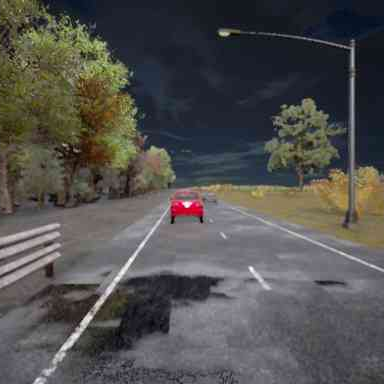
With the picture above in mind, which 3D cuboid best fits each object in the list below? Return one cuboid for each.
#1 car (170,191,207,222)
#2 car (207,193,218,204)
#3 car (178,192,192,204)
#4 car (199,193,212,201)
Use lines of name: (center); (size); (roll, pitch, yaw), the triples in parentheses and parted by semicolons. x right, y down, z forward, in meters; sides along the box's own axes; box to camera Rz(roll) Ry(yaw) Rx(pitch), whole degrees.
car: (-0.360, 0.918, 23.341); (2.150, 2.045, 5.566); (0, 0, -1)
car: (2.483, 0.878, 46.183); (2.128, 1.511, 4.902); (0, 1, -1)
car: (-0.961, 0.851, 47.902); (1.882, 1.535, 5.008); (0, 1, -1)
car: (2.227, 0.847, 56.671); (1.895, 1.301, 4.718); (0, 1, -1)
